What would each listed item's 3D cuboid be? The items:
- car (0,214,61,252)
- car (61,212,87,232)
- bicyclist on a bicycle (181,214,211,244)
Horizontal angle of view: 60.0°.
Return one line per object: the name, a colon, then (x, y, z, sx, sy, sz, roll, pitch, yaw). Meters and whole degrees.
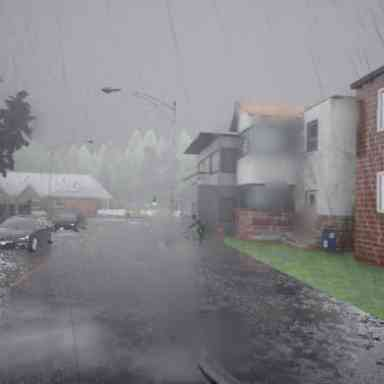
car: (-7.874, 1.867, 15.680, 1.837, 1.490, 4.892, 2, -2, -8)
car: (-9.319, 2.232, 25.516, 2.033, 1.411, 5.357, 2, -2, -8)
bicyclist on a bicycle: (0.243, 2.043, 18.109, 1.656, 1.620, 0.582, 2, -2, -9)
